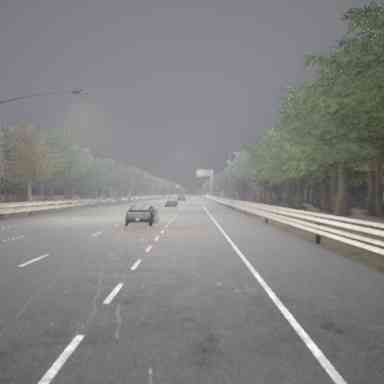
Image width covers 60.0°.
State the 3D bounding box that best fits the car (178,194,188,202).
[{"bbox_3d":[-2.948,1.646,94.270,2.150,2.045,5.566,0,0,1],"label":"car"}]

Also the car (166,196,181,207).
[{"bbox_3d":[-3.294,1.746,55.027,1.812,1.442,4.674,0,0,0],"label":"car"}]

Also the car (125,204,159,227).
[{"bbox_3d":[-3.454,1.561,23.517,2.128,1.511,4.902,0,0,0],"label":"car"}]
